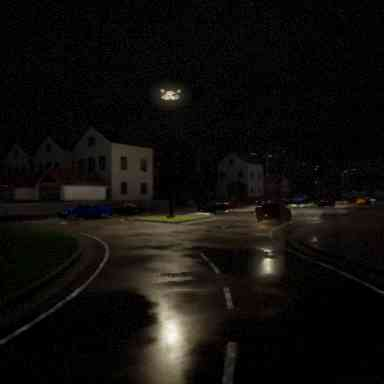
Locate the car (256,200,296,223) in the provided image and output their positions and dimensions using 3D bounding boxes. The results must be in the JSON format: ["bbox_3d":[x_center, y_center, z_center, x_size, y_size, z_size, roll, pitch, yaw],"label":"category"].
[{"bbox_3d":[6.971,1.677,27.912,1.882,1.535,5.008,-1,-1,30],"label":"car"}]

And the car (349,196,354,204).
[{"bbox_3d":[37.473,1.745,76.358,2.097,1.767,4.553,-1,-1,37],"label":"car"}]

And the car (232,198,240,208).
[{"bbox_3d":[5.834,1.786,53.066,2.097,1.767,4.553,-1,-1,37],"label":"car"}]

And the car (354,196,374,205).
[{"bbox_3d":[34.101,1.792,65.929,1.882,1.535,5.008,-1,-1,37],"label":"car"}]

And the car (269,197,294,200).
[{"bbox_3d":[16.372,1.917,61.329,2.128,1.511,4.902,-1,-1,37],"label":"car"}]

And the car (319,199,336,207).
[{"bbox_3d":[23.104,1.893,56.796,1.994,1.385,4.181,-1,-1,37],"label":"car"}]

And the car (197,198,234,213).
[{"bbox_3d":[2.853,1.919,43.367,2.033,1.411,5.357,-1,-1,38],"label":"car"}]

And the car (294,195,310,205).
[{"bbox_3d":[23.287,1.673,70.655,2.150,2.045,5.566,-1,-1,37],"label":"car"}]

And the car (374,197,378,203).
[{"bbox_3d":[40.323,1.776,74.325,1.895,1.301,4.718,-1,-1,37],"label":"car"}]

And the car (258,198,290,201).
[{"bbox_3d":[8.911,1.761,37.425,2.128,1.511,4.902,-1,-1,35],"label":"car"}]

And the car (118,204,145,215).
[{"bbox_3d":[-7.744,2.006,37.541,4.718,1.301,1.895,0,-1,-39],"label":"car"}]

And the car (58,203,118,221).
[{"bbox_3d":[-10.065,1.848,31.693,5.008,1.535,1.882,0,0,-33],"label":"car"}]

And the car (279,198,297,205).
[{"bbox_3d":[21.488,2.031,74.099,2.033,1.411,5.357,-1,-1,37],"label":"car"}]
